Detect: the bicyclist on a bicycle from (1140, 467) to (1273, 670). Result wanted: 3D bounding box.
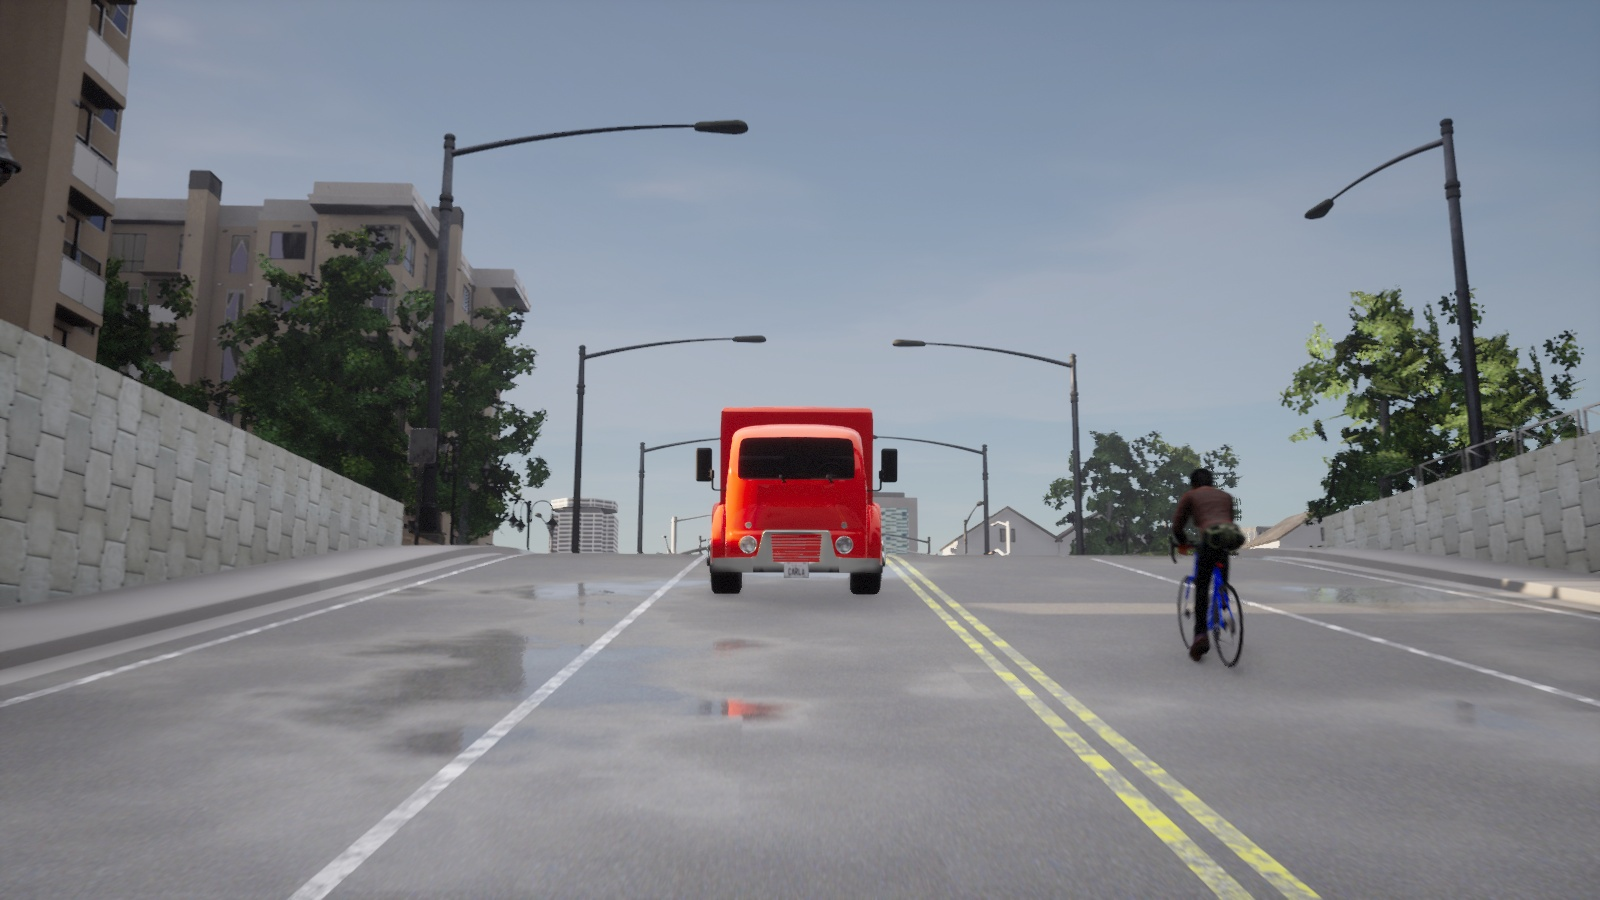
[{"bbox_3d":[3.472,0.967,10.864,0.582,1.620,1.656,0,-2,0],"label":"bicyclist on a bicycle"}]

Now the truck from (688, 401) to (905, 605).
[{"bbox_3d":[-0.047,0.671,17.880,2.627,2.467,5.204,0,-1,0],"label":"truck"}]
